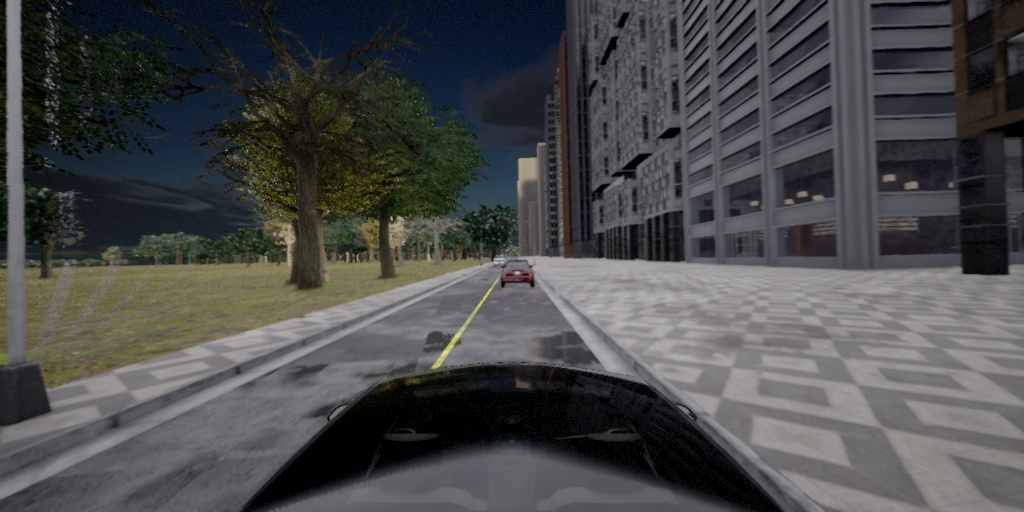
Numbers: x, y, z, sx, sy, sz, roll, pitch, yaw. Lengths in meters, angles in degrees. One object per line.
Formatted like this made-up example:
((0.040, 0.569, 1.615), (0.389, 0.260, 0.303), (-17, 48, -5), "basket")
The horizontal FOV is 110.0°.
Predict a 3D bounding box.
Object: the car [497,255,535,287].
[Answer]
((0.361, 1.008, 23.628), (2.097, 1.767, 4.553), (-1, 0, 1), "car")
